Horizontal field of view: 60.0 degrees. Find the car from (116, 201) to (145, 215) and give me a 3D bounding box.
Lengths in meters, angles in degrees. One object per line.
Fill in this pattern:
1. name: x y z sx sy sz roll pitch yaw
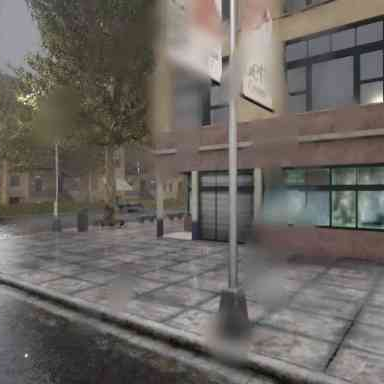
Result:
1. car: -6.704 1.562 33.666 1.994 1.385 4.181 0 0 36
